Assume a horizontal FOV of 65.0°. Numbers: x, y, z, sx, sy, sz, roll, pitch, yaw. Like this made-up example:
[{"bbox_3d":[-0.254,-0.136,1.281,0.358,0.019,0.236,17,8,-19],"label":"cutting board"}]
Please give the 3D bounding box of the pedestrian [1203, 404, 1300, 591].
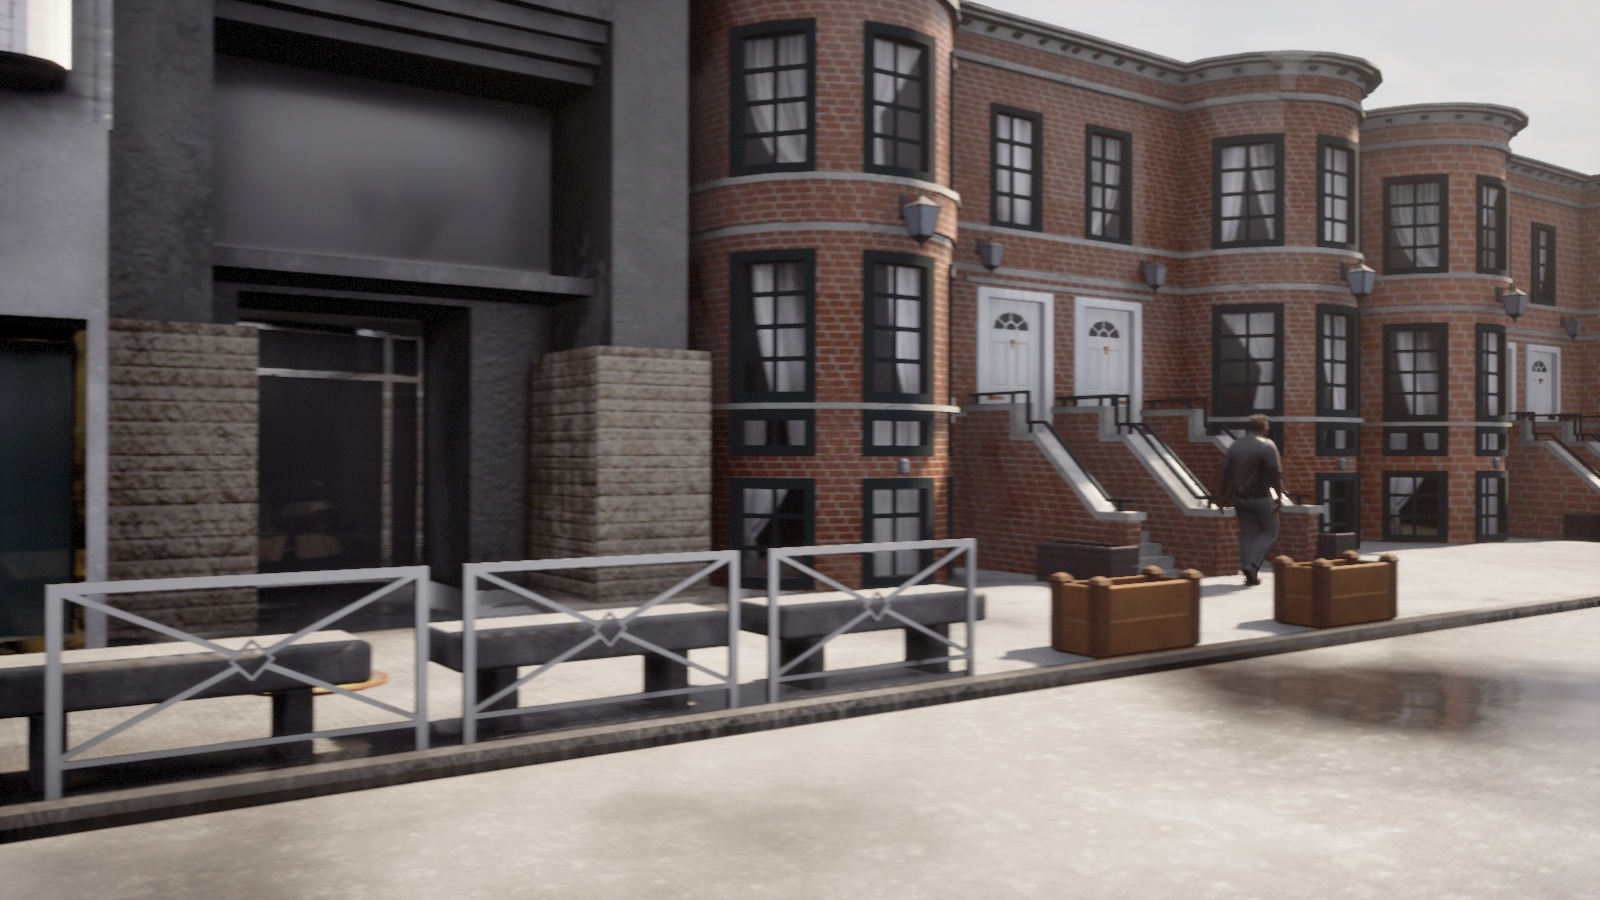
[{"bbox_3d":[4.726,0.477,13.137,0.849,1.883,0.563,0,0,-34],"label":"pedestrian"}]
